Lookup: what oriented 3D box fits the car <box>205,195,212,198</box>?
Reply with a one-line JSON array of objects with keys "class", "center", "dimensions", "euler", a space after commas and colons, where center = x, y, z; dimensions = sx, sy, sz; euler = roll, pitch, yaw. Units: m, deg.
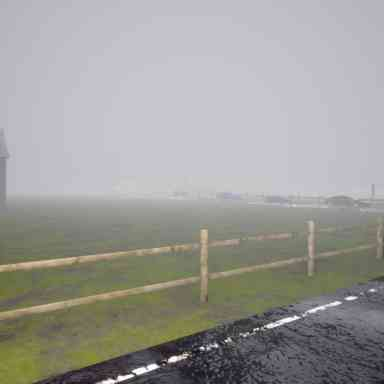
[{"class": "car", "center": [4.463, 0.747, 62.998], "dimensions": [1.895, 1.301, 4.718], "euler": [0, 1, -36]}]

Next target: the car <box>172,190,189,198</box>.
[{"class": "car", "center": [-2.497, 0.439, 72.587], "dimensions": [1.837, 1.490, 4.892], "euler": [0, 1, -36]}]

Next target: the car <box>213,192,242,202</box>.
[{"class": "car", "center": [6.103, 0.752, 54.349], "dimensions": [1.882, 1.535, 5.008], "euler": [0, 1, -35]}]

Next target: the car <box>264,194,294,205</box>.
[{"class": "car", "center": [11.996, 1.020, 46.096], "dimensions": [1.994, 1.385, 4.181], "euler": [0, 1, -34]}]

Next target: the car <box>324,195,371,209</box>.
[{"class": "car", "center": [17.711, 1.112, 38.062], "dimensions": [1.882, 1.535, 5.008], "euler": [0, 1, -35]}]
